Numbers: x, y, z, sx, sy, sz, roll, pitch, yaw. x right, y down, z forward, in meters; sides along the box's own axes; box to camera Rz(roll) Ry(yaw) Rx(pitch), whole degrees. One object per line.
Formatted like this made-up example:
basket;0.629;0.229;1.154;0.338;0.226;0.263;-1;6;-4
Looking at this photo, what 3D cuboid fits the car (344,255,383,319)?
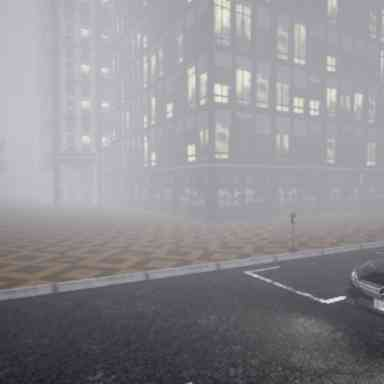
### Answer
car;4.860;1.410;6.019;4.674;1.442;1.812;0;2;-29
